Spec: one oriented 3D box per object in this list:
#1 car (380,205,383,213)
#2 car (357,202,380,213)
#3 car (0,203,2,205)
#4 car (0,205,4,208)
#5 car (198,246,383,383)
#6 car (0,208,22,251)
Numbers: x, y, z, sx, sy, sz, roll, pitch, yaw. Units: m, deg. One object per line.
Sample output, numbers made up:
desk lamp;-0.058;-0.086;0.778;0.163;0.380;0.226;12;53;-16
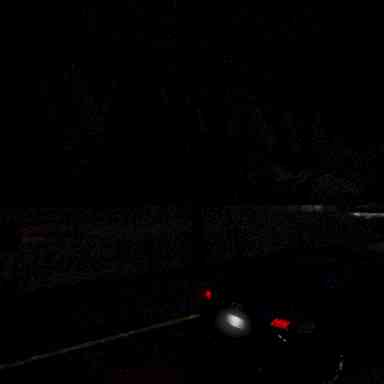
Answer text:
car;28.734;2.318;46.354;4.892;1.490;1.837;2;-1;-35
car;26.235;2.277;48.873;5.008;1.535;1.882;2;-1;-35
car;-12.144;1.493;16.818;4.902;1.511;2.128;1;0;-36
car;-10.460;1.476;13.715;5.008;1.535;1.882;1;0;-36
car;2.161;1.602;5.326;4.181;1.385;1.994;1;0;-36
car;-8.392;1.475;10.892;5.008;1.535;1.882;1;0;-36
